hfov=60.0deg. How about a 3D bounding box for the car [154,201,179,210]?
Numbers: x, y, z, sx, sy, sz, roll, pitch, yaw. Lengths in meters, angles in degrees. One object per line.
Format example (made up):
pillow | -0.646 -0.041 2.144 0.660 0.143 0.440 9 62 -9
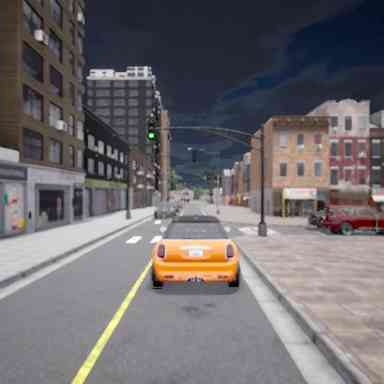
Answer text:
car | -2.766 1.790 34.736 2.097 1.767 4.553 0 -1 -1

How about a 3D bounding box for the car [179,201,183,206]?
car | -2.790 2.207 47.344 2.033 1.411 5.357 0 -1 0

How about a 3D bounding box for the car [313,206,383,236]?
car | 10.840 1.817 21.259 5.009 1.841 2.192 1 -1 0

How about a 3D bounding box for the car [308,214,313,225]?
car | 10.928 2.013 24.011 4.892 1.490 1.837 1 -1 1

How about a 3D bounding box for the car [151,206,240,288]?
car | 0.095 1.441 9.677 2.097 1.767 4.553 0 -1 0
